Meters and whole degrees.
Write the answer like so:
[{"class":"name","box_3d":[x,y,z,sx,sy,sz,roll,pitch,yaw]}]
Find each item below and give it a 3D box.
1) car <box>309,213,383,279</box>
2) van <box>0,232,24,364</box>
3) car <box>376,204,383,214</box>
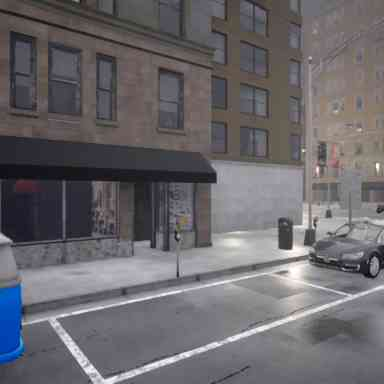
[{"class":"car","box_3d":[5.304,1.550,9.990,4.403,1.369,2.008,0,0,-36]},{"class":"van","box_3d":[-3.906,1.341,3.401,3.998,1.788,1.690,0,0,-36]},{"class":"car","box_3d":[18.378,1.423,28.106,1.882,1.535,5.008,0,0,-36]}]
